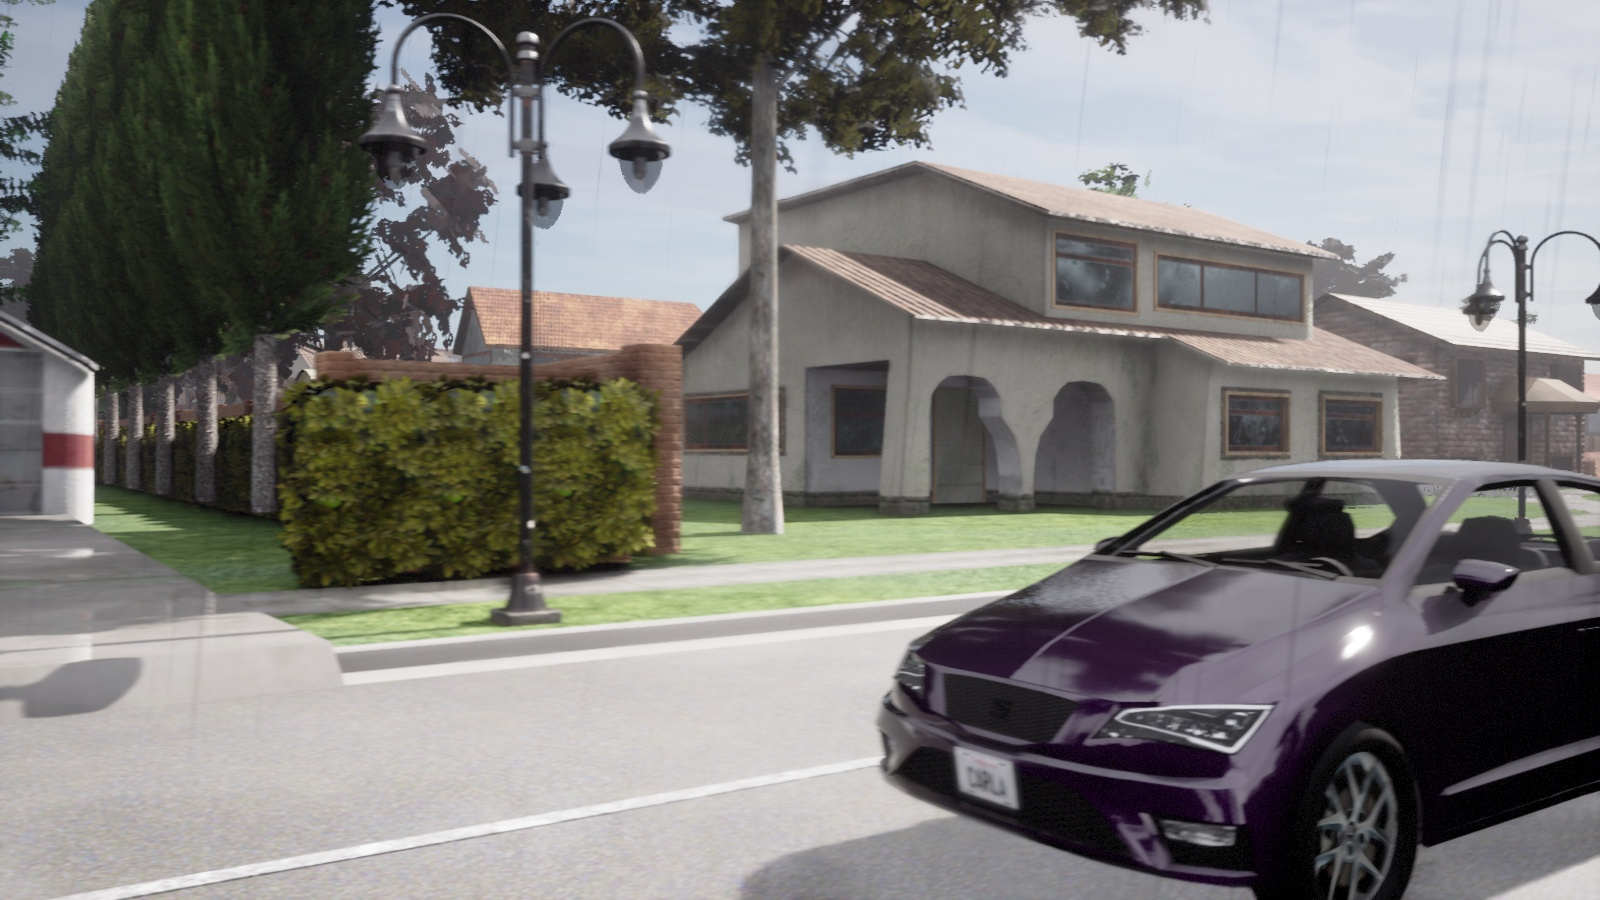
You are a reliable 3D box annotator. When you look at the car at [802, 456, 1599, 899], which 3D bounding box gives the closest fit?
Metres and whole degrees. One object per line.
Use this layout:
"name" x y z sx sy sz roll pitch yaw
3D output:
"car" 2.250 0.766 5.224 4.193 1.474 1.816 0 0 -35
